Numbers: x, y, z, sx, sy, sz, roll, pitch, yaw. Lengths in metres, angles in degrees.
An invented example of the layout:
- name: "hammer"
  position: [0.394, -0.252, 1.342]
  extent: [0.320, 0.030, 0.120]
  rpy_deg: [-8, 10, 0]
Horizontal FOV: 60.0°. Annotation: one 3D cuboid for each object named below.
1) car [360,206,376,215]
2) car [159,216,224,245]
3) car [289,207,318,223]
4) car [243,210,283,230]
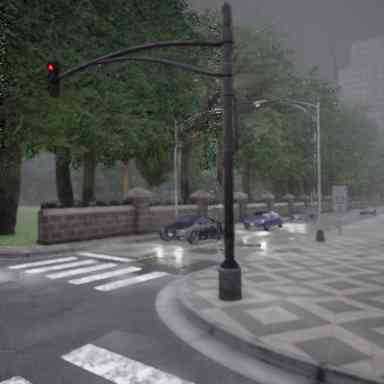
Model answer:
- name: "car"
  position: [27.212, 2.862, 51.427]
  extent: [2.033, 1.411, 5.357]
  rpy_deg: [-1, -2, 34]
- name: "car"
  position: [0.055, 2.022, 18.474]
  extent: [1.994, 1.385, 4.181]
  rpy_deg: [-1, -2, 36]
- name: "car"
  position: [11.818, 2.373, 35.136]
  extent: [2.128, 1.511, 4.902]
  rpy_deg: [-1, -2, 35]
- name: "car"
  position: [5.808, 2.188, 26.637]
  extent: [1.812, 1.442, 4.674]
  rpy_deg: [-1, -2, 35]
